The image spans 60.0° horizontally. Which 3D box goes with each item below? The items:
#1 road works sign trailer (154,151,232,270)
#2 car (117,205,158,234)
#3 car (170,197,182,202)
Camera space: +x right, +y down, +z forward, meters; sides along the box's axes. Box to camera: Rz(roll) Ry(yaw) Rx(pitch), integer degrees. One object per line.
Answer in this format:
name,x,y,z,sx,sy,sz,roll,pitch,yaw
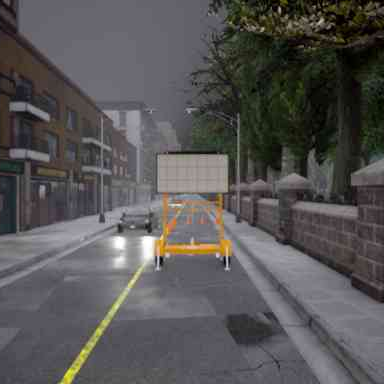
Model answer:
road works sign trailer,0.022,0.463,10.983,2.380,3.560,2.880,0,0,0
car,-3.061,1.527,19.478,1.812,1.442,4.674,0,0,0
car,-2.931,1.607,62.391,1.994,1.385,4.181,0,0,1
